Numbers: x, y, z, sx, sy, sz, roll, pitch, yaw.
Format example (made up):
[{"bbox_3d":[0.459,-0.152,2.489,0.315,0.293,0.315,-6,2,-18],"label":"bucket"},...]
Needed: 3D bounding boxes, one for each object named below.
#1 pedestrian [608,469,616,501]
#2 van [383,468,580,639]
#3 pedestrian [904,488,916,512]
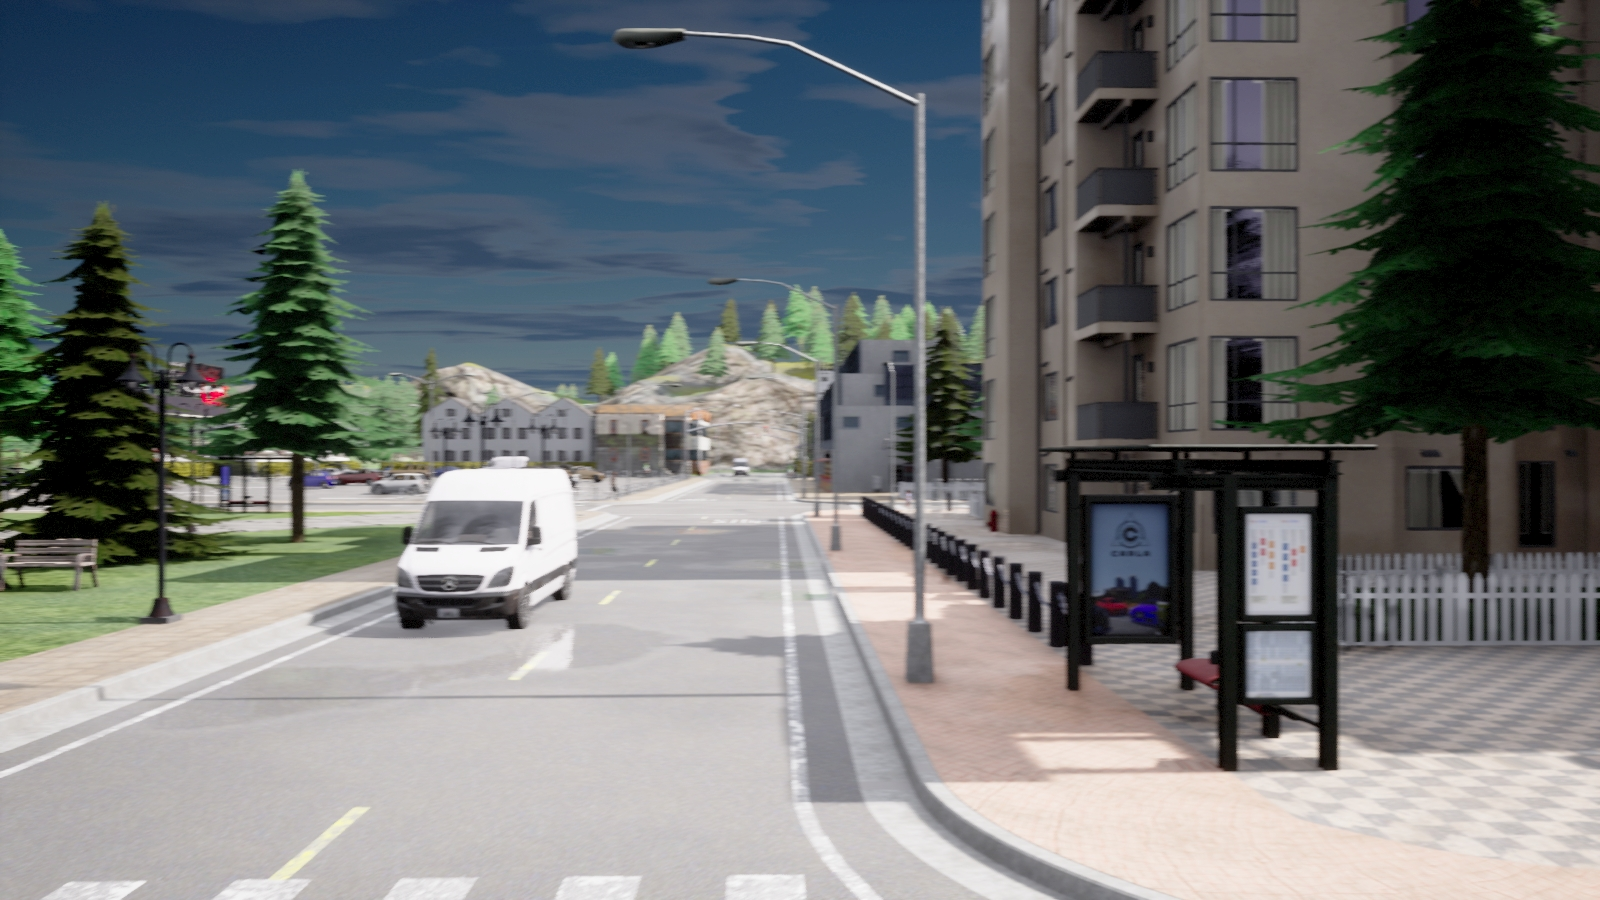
[{"bbox_3d":[-11.187,2.080,67.964,0.375,1.860,0.375,0,0,-35],"label":"pedestrian"},{"bbox_3d":[-5.443,1.634,20.464,1.988,2.561,5.915,0,0,-1],"label":"van"},{"bbox_3d":[5.272,2.387,54.803,0.500,1.100,0.500,0,0,10],"label":"pedestrian"}]
